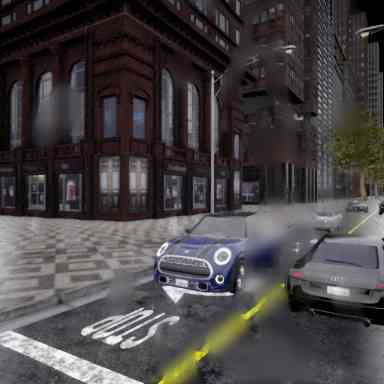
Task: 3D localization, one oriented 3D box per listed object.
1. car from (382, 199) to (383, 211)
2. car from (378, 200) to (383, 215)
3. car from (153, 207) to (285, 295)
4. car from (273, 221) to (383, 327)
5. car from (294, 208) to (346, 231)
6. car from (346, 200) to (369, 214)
[{"bbox_3d":[25.459,1.592,42.377,2.033,1.411,5.357,0,0,32],"label":"car"},{"bbox_3d":[19.991,1.532,33.515,1.837,1.490,4.892,0,0,32],"label":"car"},{"bbox_3d":[0.972,1.353,9.001,2.097,1.767,4.553,0,0,32],"label":"car"},{"bbox_3d":[3.416,1.568,7.058,1.994,1.385,4.181,0,0,32],"label":"car"},{"bbox_3d":[7.436,1.611,19.356,1.895,1.301,4.718,0,0,32],"label":"car"},{"bbox_3d":[18.110,1.590,36.335,1.994,1.385,4.181,0,0,33],"label":"car"}]
